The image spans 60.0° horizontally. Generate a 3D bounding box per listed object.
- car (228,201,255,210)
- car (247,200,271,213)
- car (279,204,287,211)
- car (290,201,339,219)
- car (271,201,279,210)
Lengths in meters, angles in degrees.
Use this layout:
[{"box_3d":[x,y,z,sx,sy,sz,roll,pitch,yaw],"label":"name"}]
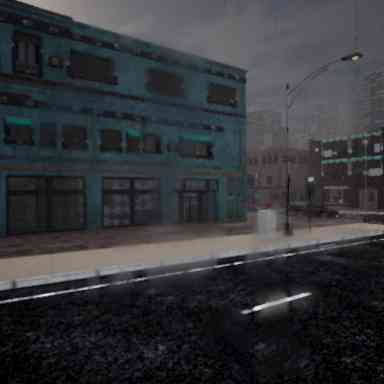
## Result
[{"box_3d":[7.959,2.079,53.596,1.802,1.307,4.206,-1,0,-35],"label":"car"},{"box_3d":[7.696,1.803,43.999,2.097,1.767,4.553,0,0,-35],"label":"car"},{"box_3d":[14.377,1.923,44.577,2.008,1.369,4.403,-1,0,-35],"label":"car"},{"box_3d":[12.287,1.901,32.850,1.947,1.339,4.313,-1,0,-35],"label":"car"},{"box_3d":[11.168,2.017,49.087,1.802,1.307,4.206,-1,0,-35],"label":"car"}]
